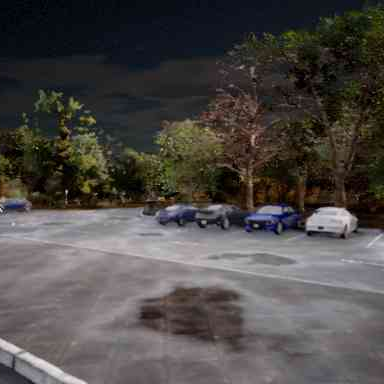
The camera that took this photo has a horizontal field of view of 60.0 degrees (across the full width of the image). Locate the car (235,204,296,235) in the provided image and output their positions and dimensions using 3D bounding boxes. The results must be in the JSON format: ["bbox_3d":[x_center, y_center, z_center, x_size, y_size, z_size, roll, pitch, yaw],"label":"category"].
[{"bbox_3d":[4.749,1.465,19.162,2.097,1.535,5.008,0,0,36],"label":"car"}]

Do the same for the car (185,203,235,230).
[{"bbox_3d":[2.079,1.470,21.056,2.231,1.521,4.892,0,0,36],"label":"car"}]

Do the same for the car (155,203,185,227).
[{"bbox_3d":[-0.586,1.513,22.962,2.002,1.452,4.674,0,0,36],"label":"car"}]

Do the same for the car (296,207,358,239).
[{"bbox_3d":[7.306,1.501,17.326,2.002,1.452,4.674,0,0,36],"label":"car"}]

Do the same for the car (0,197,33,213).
[{"bbox_3d":[-20.370,1.379,37.134,2.185,1.767,4.553,0,0,35],"label":"car"}]
